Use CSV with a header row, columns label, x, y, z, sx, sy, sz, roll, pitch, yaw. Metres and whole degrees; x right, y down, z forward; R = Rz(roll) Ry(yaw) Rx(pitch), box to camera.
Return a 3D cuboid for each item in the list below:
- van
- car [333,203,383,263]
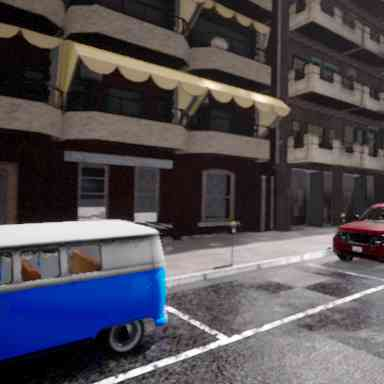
label,x,y,z,sx,sy,sz,roll,pitch,yaw
van,-2.265,1.341,4.455,3.998,1.788,1.690,0,2,-35
car,6.740,1.300,10.877,5.009,1.841,2.192,0,1,-35
